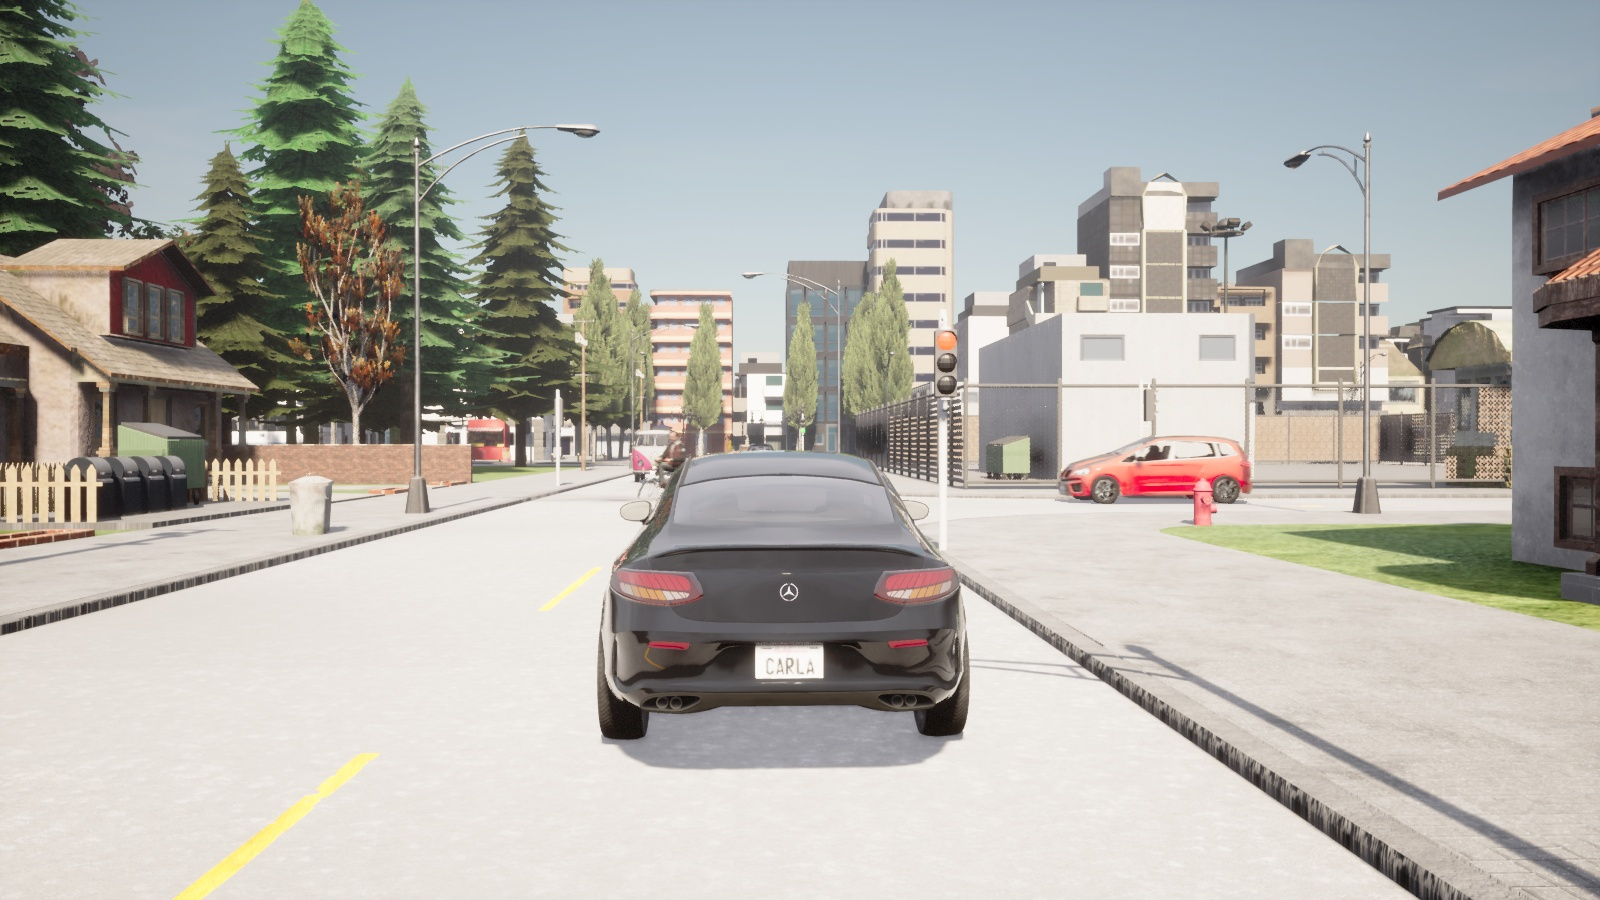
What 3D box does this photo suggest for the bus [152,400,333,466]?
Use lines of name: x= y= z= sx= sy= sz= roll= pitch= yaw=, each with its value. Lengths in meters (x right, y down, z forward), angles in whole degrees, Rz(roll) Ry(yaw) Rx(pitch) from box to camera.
bus: x=-36.825 y=-1.130 z=83.327 sx=10.273 sy=4.253 sz=3.944 roll=0 pitch=0 yaw=-2

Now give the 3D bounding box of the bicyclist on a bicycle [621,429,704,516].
bicyclist on a bicycle: x=-2.930 y=0.463 z=26.916 sx=0.659 sy=1.776 sz=1.843 roll=3 pitch=2 yaw=37

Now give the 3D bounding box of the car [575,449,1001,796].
car: x=-0.142 y=0.729 z=7.674 sx=1.812 sy=1.442 sz=4.674 roll=0 pitch=0 yaw=-2

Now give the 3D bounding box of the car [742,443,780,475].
car: x=-1.920 y=0.411 z=61.513 sx=1.816 sy=1.474 sz=4.193 roll=0 pitch=0 yaw=-2

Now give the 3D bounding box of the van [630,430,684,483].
van: x=-5.522 y=0.218 z=49.039 sx=1.775 sy=1.987 sz=4.442 roll=0 pitch=0 yaw=-2

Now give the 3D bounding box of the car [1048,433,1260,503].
car: x=8.731 y=0.421 z=31.292 sx=4.611 sy=1.667 sz=2.242 roll=0 pitch=0 yaw=-2
